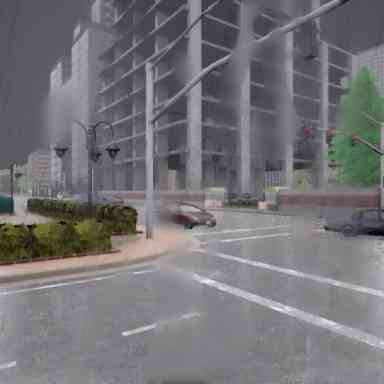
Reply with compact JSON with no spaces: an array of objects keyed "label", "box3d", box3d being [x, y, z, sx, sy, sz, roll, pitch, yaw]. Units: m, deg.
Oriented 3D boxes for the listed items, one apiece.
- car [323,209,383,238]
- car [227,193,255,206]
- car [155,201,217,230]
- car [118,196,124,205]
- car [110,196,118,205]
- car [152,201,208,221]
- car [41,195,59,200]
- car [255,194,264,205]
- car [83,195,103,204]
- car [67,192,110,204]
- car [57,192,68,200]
[{"label":"car","box3d":[9.203,1.537,15.956,5.357,1.411,2.033,0,0,33]},{"label":"car","box3d":[7.095,1.114,50.650,1.905,1.878,3.866,0,0,-36]},{"label":"car","box3d":[-0.439,1.470,20.725,1.812,1.442,4.674,0,0,-36]},{"label":"car","box3d":[-13.340,1.436,56.692,2.128,1.511,4.902,0,0,-36]},{"label":"car","box3d":[-11.366,1.470,41.753,1.812,1.442,4.674,0,0,-36]},{"label":"car","box3d":[-1.118,1.491,27.617,2.033,1.411,5.357,0,0,-36]},{"label":"car","box3d":[-22.227,1.509,50.854,1.994,1.385,4.181,0,0,-36]},{"label":"car","box3d":[9.485,1.114,52.365,1.905,1.878,3.866,0,0,-36]},{"label":"car","box3d":[-19.444,1.436,65.103,2.128,1.511,4.902,0,0,-36]},{"label":"car","box3d":[-11.094,1.167,35.397,2.150,2.045,5.566,0,0,-36]},{"label":"car","box3d":[-20.729,0.824,54.783,2.150,2.045,5.566,0,0,-36]}]
